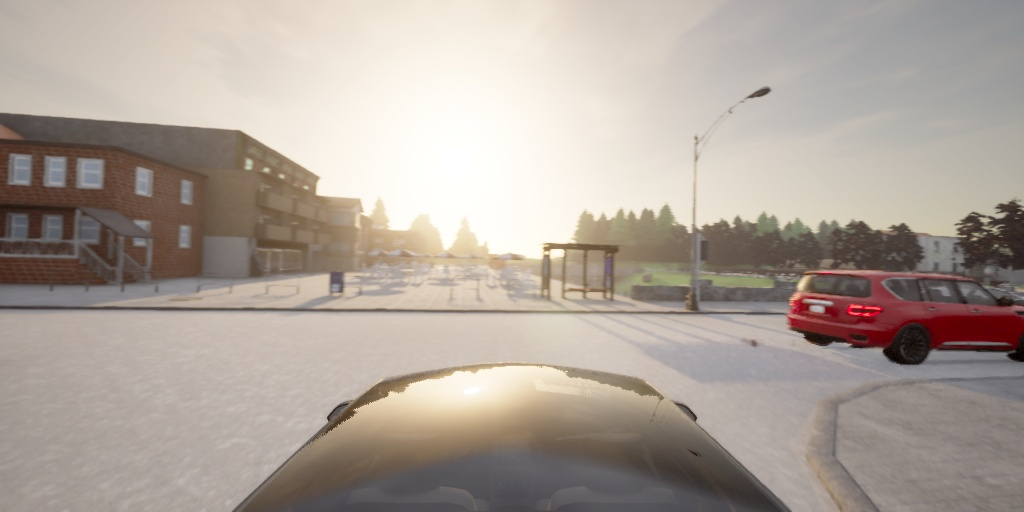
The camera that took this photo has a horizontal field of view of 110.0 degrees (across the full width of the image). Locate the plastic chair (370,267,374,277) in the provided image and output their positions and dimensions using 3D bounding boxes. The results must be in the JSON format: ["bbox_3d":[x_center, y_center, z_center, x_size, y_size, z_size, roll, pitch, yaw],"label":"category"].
[{"bbox_3d":[-11.688,1.280,31.228,0.750,1.272,0.730,0,0,-9],"label":"plastic chair"}]

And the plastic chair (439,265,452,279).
[{"bbox_3d":[-6.006,1.456,32.418,0.750,1.272,0.730,0,0,-8],"label":"plastic chair"}]

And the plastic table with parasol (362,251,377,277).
[{"bbox_3d":[-11.930,0.682,32.384,2.482,2.480,2.482,0,0,-8],"label":"plastic table with parasol"}]

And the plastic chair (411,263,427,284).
[{"bbox_3d":[-6.846,1.363,26.337,0.730,1.272,0.750,0,0,-8],"label":"plastic chair"}]

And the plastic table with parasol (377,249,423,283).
[{"bbox_3d":[-8.130,0.722,26.273,2.482,2.480,2.482,0,0,-8],"label":"plastic table with parasol"}]

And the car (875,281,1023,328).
[{"bbox_3d":[17.352,1.861,13.967,5.008,1.535,1.882,2,-1,-8],"label":"car"}]

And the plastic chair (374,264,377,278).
[{"bbox_3d":[-9.447,1.287,26.164,0.730,1.272,0.750,0,0,-8],"label":"plastic chair"}]

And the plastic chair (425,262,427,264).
[{"bbox_3d":[-11.352,1.461,46.387,0.750,1.272,0.730,0,0,-8],"label":"plastic chair"}]

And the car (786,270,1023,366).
[{"bbox_3d":[9.744,1.412,8.730,5.566,2.045,2.150,2,-1,-8],"label":"car"}]

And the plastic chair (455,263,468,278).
[{"bbox_3d":[-4.778,1.505,33.706,0.730,1.272,0.750,0,0,-8],"label":"plastic chair"}]

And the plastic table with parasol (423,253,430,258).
[{"bbox_3d":[-11.575,0.864,47.508,2.482,2.480,2.482,0,0,-8],"label":"plastic table with parasol"}]

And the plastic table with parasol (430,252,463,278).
[{"bbox_3d":[-6.128,0.862,33.613,2.482,2.480,2.482,0,0,-8],"label":"plastic table with parasol"}]

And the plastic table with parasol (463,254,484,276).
[{"bbox_3d":[-4.869,0.987,41.483,2.482,2.480,2.482,0,0,-8],"label":"plastic table with parasol"}]

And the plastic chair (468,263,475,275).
[{"bbox_3d":[-4.816,1.579,40.300,0.750,1.272,0.730,0,0,-9],"label":"plastic chair"}]

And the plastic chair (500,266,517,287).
[{"bbox_3d":[-0.243,1.540,25.368,0.750,1.272,0.730,0,0,-8],"label":"plastic chair"}]

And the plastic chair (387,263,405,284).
[{"bbox_3d":[-8.075,1.313,25.048,0.750,1.272,0.730,0,0,-8],"label":"plastic chair"}]

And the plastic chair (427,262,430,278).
[{"bbox_3d":[-7.379,1.429,33.534,0.730,1.272,0.750,0,0,-8],"label":"plastic chair"}]

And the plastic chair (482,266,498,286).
[{"bbox_3d":[-1.616,1.514,26.483,0.730,1.272,0.750,0,0,-8],"label":"plastic chair"}]

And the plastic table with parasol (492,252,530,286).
[{"bbox_3d":[-0.286,0.950,26.644,2.482,2.480,2.482,0,0,-8],"label":"plastic table with parasol"}]
